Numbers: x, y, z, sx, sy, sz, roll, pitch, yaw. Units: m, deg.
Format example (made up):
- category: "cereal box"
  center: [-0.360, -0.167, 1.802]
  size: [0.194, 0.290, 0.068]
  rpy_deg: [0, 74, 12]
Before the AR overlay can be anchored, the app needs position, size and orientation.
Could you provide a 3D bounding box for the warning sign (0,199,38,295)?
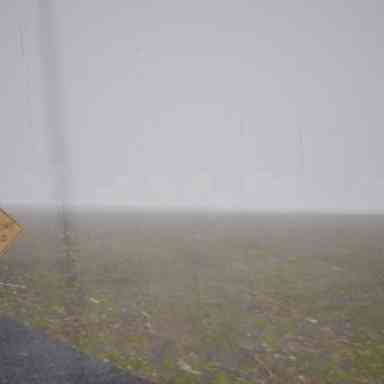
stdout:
- category: "warning sign"
  center: [-4.137, 1.102, 6.922]
  size: [1.060, 1.860, 1.300]
  rpy_deg: [-1, 0, 36]
